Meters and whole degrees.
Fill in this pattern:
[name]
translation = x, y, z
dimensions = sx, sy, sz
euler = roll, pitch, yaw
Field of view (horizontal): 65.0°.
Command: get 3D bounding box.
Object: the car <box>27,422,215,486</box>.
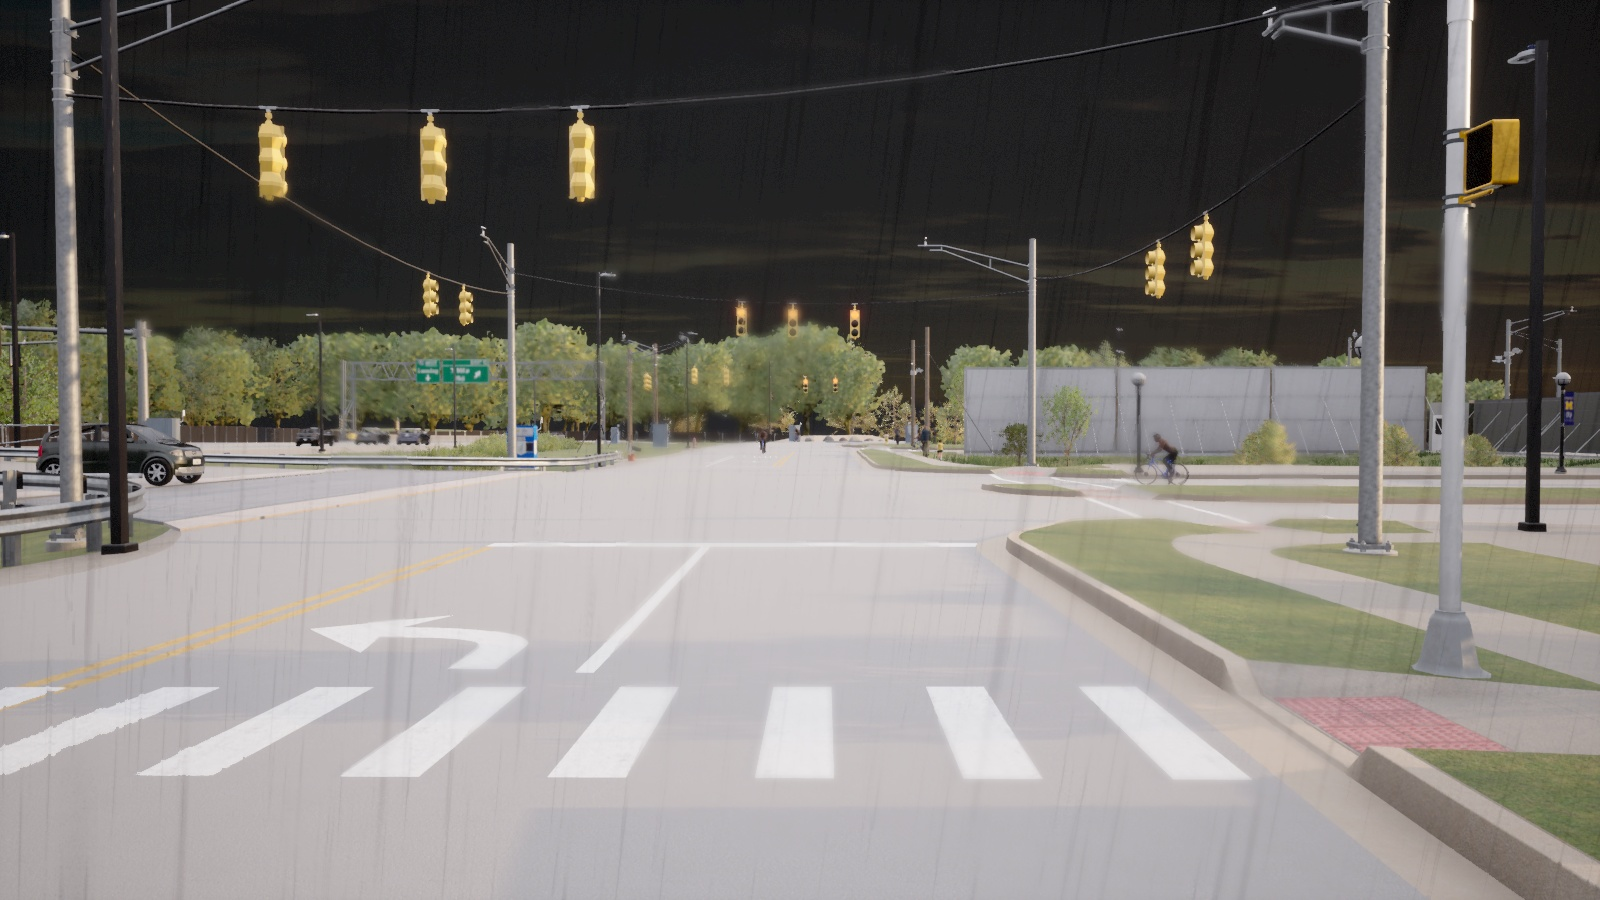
[car]
translation = -16.830, 0.080, 31.251
dimensions = 3.705, 1.549, 1.789
euler = 0, 1, 1

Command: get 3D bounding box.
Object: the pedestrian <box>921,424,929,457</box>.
[pedestrian]
translation = 7.064, -0.527, 71.000
dimensions = 0.402, 1.842, 0.726
euler = 0, 2, 1

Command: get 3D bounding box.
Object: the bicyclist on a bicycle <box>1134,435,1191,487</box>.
[bicyclist on a bicycle]
translation = 11.429, 0.330, 39.639
dimensions = 1.656, 1.620, 0.582
euler = 1, 1, 11
